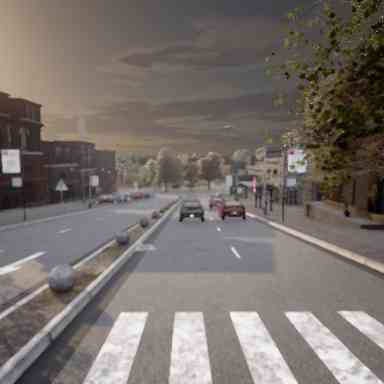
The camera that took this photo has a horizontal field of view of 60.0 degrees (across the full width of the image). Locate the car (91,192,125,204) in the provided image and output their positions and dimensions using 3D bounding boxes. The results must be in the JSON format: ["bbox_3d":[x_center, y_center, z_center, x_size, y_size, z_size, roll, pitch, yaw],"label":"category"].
[{"bbox_3d":[-14.184,1.260,54.993,4.892,1.521,2.231,-1,1,-20],"label":"car"}]

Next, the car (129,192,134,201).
[{"bbox_3d":[-14.437,1.216,64.072,5.366,1.575,1.946,-1,1,-20],"label":"car"}]

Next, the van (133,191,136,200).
[{"bbox_3d":[-14.174,0.976,67.233,4.442,1.987,1.878,-1,0,-20],"label":"van"}]

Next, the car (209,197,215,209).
[{"bbox_3d":[3.188,1.392,43.884,1.812,1.442,4.674,0,0,0],"label":"car"}]

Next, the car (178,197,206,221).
[{"bbox_3d":[-0.007,1.424,26.107,1.837,1.490,4.892,0,1,0],"label":"car"}]

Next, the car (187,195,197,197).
[{"bbox_3d":[-0.060,1.214,43.612,2.097,1.767,4.553,0,0,0],"label":"car"}]

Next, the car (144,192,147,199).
[{"bbox_3d":[-14.375,0.900,79.357,5.566,2.045,2.435,-1,1,-20],"label":"car"}]

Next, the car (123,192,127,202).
[{"bbox_3d":[-14.255,1.119,58.035,4.553,1.767,2.185,-1,0,-20],"label":"car"}]

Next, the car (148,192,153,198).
[{"bbox_3d":[-14.394,0.847,91.568,5.566,2.045,2.435,-1,0,-20],"label":"car"}]

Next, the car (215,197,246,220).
[{"bbox_3d":[3.219,1.396,27.476,1.882,1.535,5.008,0,0,0],"label":"car"}]

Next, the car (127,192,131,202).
[{"bbox_3d":[-14.273,1.260,61.079,4.792,1.488,2.163,-1,1,-20],"label":"car"}]

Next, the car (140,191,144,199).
[{"bbox_3d":[-14.325,1.165,76.327,4.892,1.521,2.231,-1,1,-20],"label":"car"}]

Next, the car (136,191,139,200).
[{"bbox_3d":[-14.267,1.064,70.241,4.553,1.767,2.185,-1,1,-20],"label":"car"}]
